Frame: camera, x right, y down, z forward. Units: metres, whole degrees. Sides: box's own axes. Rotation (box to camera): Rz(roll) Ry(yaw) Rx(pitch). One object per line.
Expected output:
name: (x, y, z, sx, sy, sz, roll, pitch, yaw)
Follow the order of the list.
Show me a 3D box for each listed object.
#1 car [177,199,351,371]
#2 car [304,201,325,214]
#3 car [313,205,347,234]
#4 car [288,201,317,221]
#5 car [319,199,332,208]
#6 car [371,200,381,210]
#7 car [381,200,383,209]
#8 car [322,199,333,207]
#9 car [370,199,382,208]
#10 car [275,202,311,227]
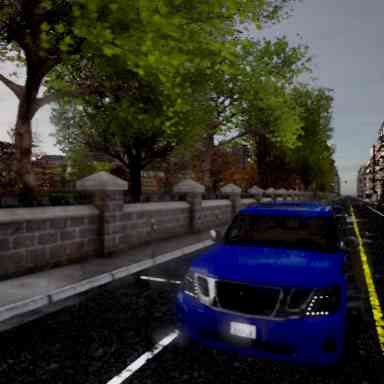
car: (1.774, 1.260, 6.332, 2.150, 2.045, 5.566, 0, 0, 25)
car: (14.853, 1.857, 40.279, 2.008, 1.369, 4.403, 0, 0, 25)
car: (9.068, 1.674, 21.637, 1.837, 1.490, 4.892, 0, 0, 25)
car: (10.065, 1.656, 30.087, 1.967, 1.590, 4.097, 0, 0, 25)
car: (24.428, 2.047, 60.662, 2.008, 1.369, 4.403, 0, 0, 25)
car: (29.620, 1.946, 52.004, 1.967, 1.590, 4.097, 0, 0, 25)
car: (22.439, 1.806, 36.717, 1.967, 1.590, 4.097, 0, 0, 25)
car: (26.749, 2.070, 65.605, 1.752, 1.417, 4.829, 0, 0, 25)
car: (34.479, 2.132, 62.350, 1.752, 1.417, 4.829, 0, 0, 25)
car: (7.673, 1.611, 24.993, 1.967, 1.590, 4.097, 0, 0, 25)
